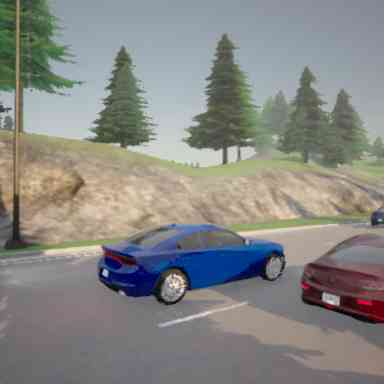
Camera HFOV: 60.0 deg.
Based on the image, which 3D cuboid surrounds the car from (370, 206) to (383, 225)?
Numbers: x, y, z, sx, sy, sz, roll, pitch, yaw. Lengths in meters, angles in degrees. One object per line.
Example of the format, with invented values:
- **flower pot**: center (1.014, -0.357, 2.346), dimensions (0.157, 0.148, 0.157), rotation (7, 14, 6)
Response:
- **car**: center (14.048, 1.662, 22.970), dimensions (4.674, 1.442, 1.812), rotation (0, 0, -37)

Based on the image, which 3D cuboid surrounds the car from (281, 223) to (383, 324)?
- **car**: center (4.092, 1.565, 6.719), dimensions (4.674, 1.442, 1.812), rotation (0, 0, -36)

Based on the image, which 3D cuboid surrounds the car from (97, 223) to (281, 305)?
- **car**: center (0.237, 1.509, 8.246), dimensions (5.008, 1.535, 1.882), rotation (0, 0, -36)
